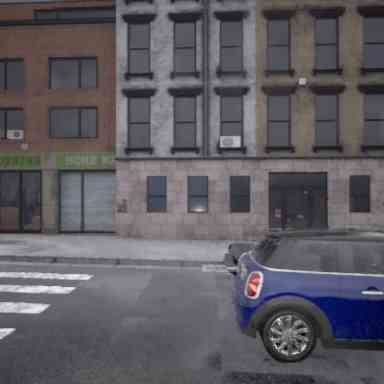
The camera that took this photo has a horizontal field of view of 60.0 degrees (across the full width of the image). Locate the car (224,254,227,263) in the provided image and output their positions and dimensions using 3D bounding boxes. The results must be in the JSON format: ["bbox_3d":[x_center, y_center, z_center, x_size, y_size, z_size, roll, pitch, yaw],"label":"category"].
[{"bbox_3d":[3.172,1.673,8.239,4.718,1.301,1.895,1,0,3],"label":"car"}]

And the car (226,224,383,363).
[{"bbox_3d":[2.947,1.400,5.303,4.553,1.767,2.097,1,-1,3],"label":"car"}]
